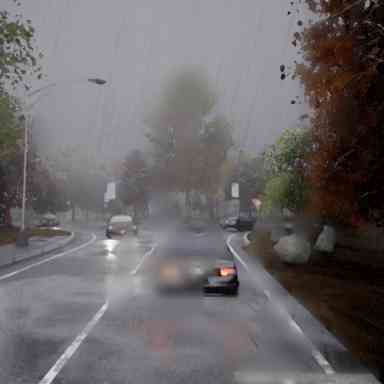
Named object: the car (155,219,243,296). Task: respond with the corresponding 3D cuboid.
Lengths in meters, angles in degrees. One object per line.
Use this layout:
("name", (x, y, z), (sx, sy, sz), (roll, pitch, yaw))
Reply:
("car", (0.125, 1.674, 8.971), (2.033, 1.411, 5.357), (0, -2, 1))

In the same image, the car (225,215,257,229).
("car", (4.450, 2.899, 31.667), (2.033, 1.411, 5.357), (-2, -5, 31))

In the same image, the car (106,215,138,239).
("car", (-4.596, 2.208, 21.735), (1.812, 1.442, 4.674), (1, -4, -14))

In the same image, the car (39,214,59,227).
("car", (-17.121, 3.404, 39.650), (1.837, 1.490, 4.892), (0, -4, -29))
